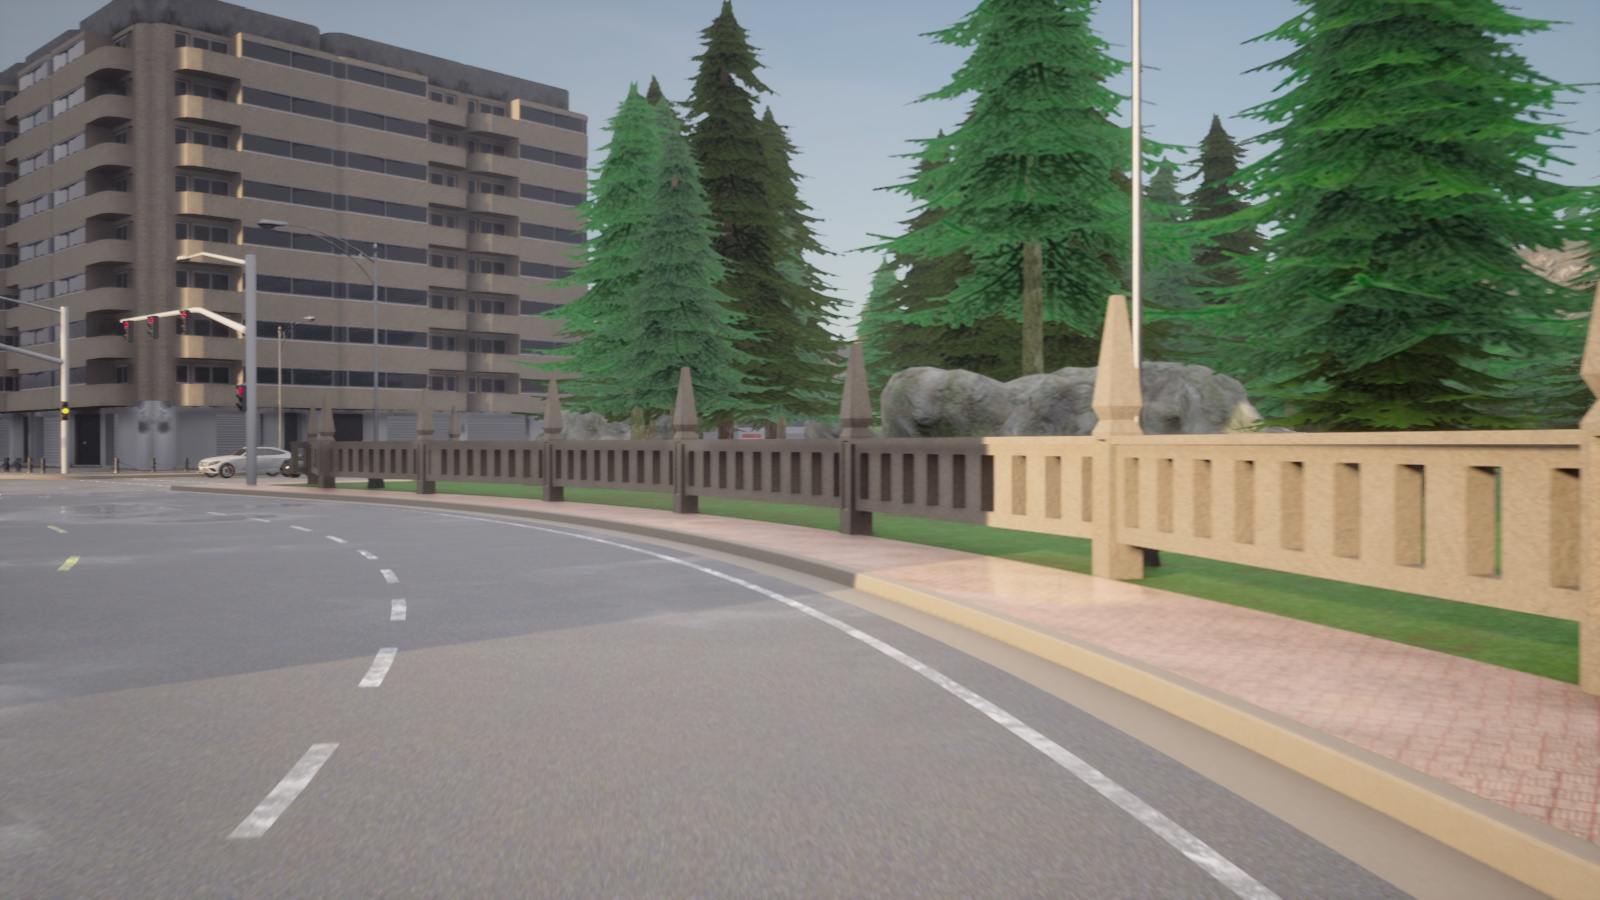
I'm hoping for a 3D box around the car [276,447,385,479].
[{"bbox_3d":[-21.251,0.546,56.993,1.994,1.385,4.181,0,0,42],"label":"car"}]

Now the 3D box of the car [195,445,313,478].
[{"bbox_3d":[-25.142,0.503,57.922,1.812,1.442,4.674,0,0,43],"label":"car"}]
